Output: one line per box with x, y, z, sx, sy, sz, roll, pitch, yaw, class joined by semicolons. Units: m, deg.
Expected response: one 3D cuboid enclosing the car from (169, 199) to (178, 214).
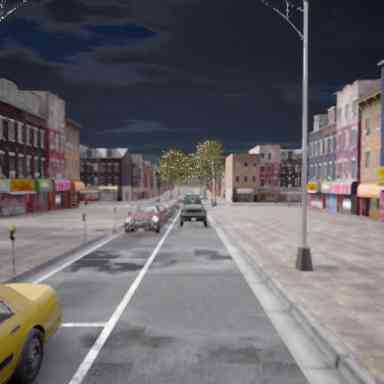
-2.651;1.586;30.093;2.008;1.369;4.403;-2;0;0;car

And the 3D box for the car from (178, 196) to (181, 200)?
-2.646;1.678;46.436;1.802;1.307;4.206;-2;0;0;car

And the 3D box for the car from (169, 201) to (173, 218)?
-2.648;1.602;24.641;1.802;1.307;4.206;-1;0;0;car

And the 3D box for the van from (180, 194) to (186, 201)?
-2.637;1.636;95.370;1.690;1.788;3.998;-1;0;0;van

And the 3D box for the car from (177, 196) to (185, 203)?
-2.640;1.790;78.580;1.752;1.417;4.829;-2;0;0;car

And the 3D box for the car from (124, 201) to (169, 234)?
-2.656;1.448;19.199;1.967;1.590;4.097;-2;0;0;car

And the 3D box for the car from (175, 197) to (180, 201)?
-2.650;1.604;35.542;2.008;1.369;4.403;-2;0;0;car

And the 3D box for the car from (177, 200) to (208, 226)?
0.107;1.521;23.721;1.837;1.490;4.892;0;-1;0;car

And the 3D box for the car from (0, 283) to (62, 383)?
-2.656;1.523;2.687;1.752;1.417;4.829;-1;0;0;car

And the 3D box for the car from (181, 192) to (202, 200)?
0.108;1.297;41.701;2.150;2.045;5.566;0;0;0;car
